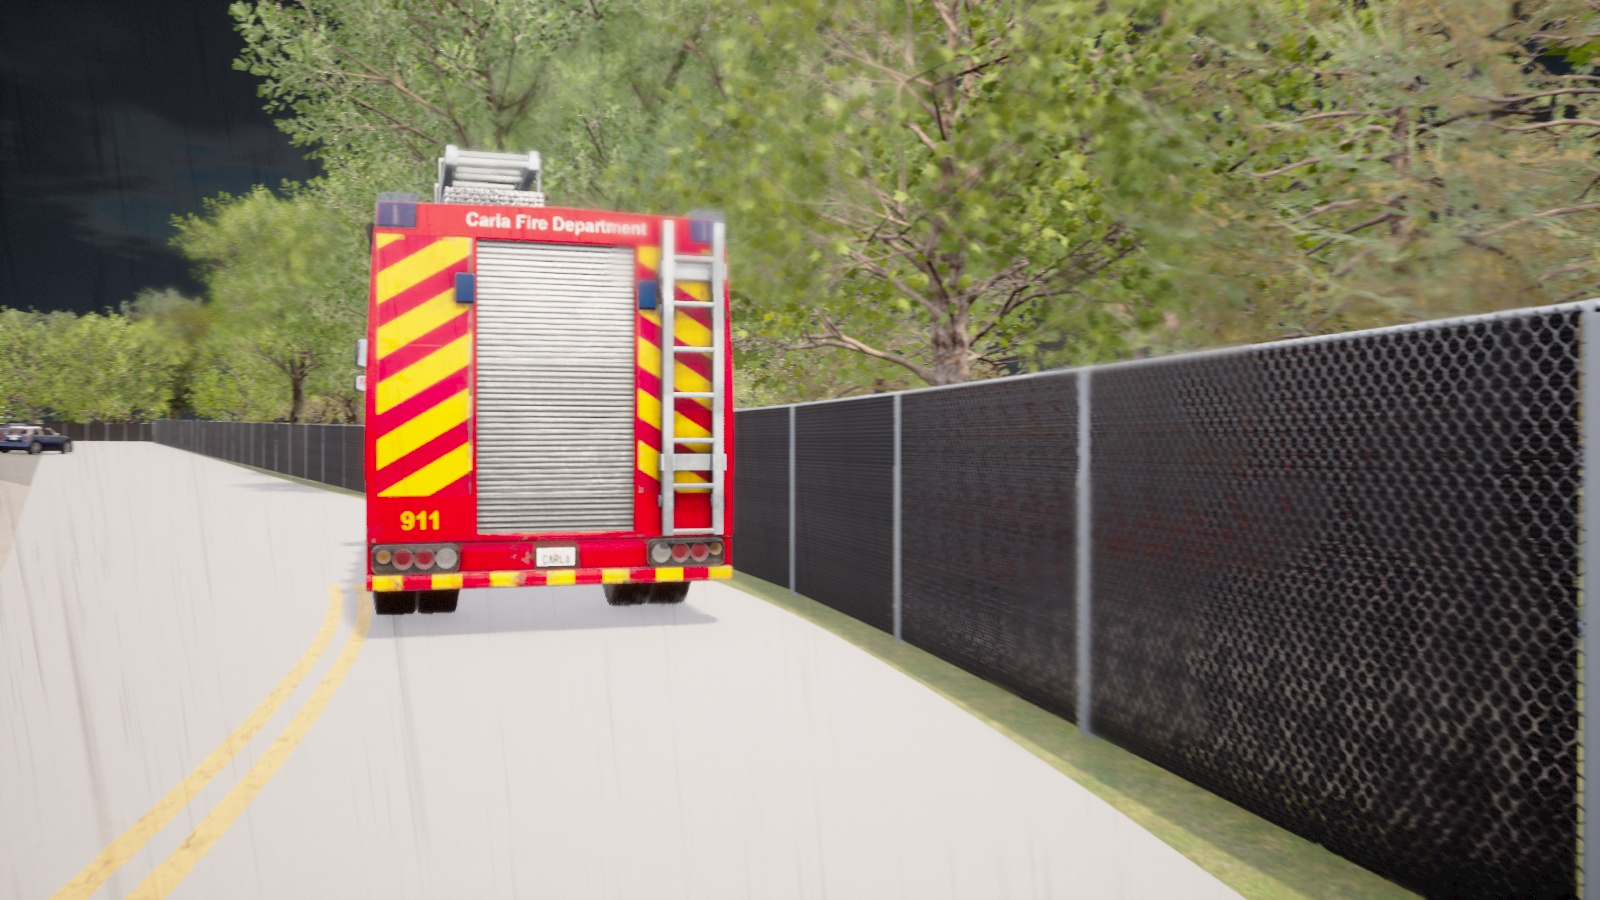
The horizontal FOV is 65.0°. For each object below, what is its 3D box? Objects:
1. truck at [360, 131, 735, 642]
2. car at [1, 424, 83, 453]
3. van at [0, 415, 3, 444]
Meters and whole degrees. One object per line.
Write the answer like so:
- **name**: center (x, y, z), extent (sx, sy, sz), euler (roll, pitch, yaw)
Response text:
- **truck**: center (-3.205, -0.492, 13.879), extent (2.891, 3.827, 8.468), euler (0, 0, -18)
- **car**: center (-41.317, -0.623, 68.550), extent (1.970, 1.475, 3.806), euler (2, 0, 5)
- **van**: center (-32.540, -0.506, 46.698), extent (4.442, 1.987, 1.775), euler (4, -2, -3)
